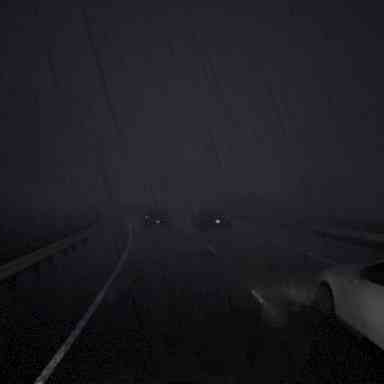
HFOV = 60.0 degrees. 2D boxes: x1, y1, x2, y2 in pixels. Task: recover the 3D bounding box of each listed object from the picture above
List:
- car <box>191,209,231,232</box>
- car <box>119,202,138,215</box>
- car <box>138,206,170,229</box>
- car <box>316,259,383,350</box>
[{"bbox_3d":[1.194,1.804,22.339,1.994,1.385,4.181,0,-1,-11],"label":"car"},{"bbox_3d":[-7.763,1.976,41.157,1.837,1.490,4.892,0,-1,-21],"label":"car"},{"bbox_3d":[-2.655,1.795,23.826,1.812,1.442,4.674,0,-1,-11],"label":"car"},{"bbox_3d":[3.358,1.565,4.508,1.812,1.442,4.674,0,-1,-2],"label":"car"}]
